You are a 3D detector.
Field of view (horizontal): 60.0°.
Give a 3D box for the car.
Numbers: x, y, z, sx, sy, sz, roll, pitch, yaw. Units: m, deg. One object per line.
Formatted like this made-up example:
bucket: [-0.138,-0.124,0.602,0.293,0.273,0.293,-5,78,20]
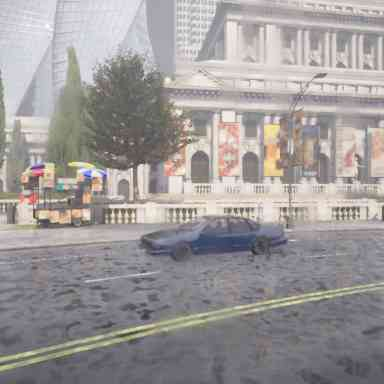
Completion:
car: [0.867,1.547,11.973,5.357,1.411,2.033,0,0,-23]
